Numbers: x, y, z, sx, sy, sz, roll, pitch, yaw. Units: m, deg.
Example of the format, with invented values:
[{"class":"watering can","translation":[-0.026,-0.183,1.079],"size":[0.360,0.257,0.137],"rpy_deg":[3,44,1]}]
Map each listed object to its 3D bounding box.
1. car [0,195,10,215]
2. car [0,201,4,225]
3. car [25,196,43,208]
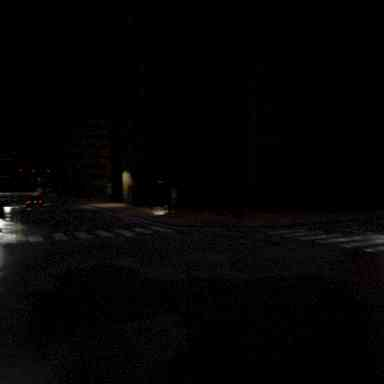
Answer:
[{"class":"car","translation":[-16.340,1.274,27.102],"size":[2.128,1.511,4.902],"rpy_deg":[-1,1,-28]},{"class":"car","translation":[-11.891,1.429,18.660],"size":[1.994,1.385,4.181],"rpy_deg":[-1,1,-28]},{"class":"car","translation":[-19.218,1.161,40.505],"size":[2.033,1.411,5.357],"rpy_deg":[-1,1,-28]}]
